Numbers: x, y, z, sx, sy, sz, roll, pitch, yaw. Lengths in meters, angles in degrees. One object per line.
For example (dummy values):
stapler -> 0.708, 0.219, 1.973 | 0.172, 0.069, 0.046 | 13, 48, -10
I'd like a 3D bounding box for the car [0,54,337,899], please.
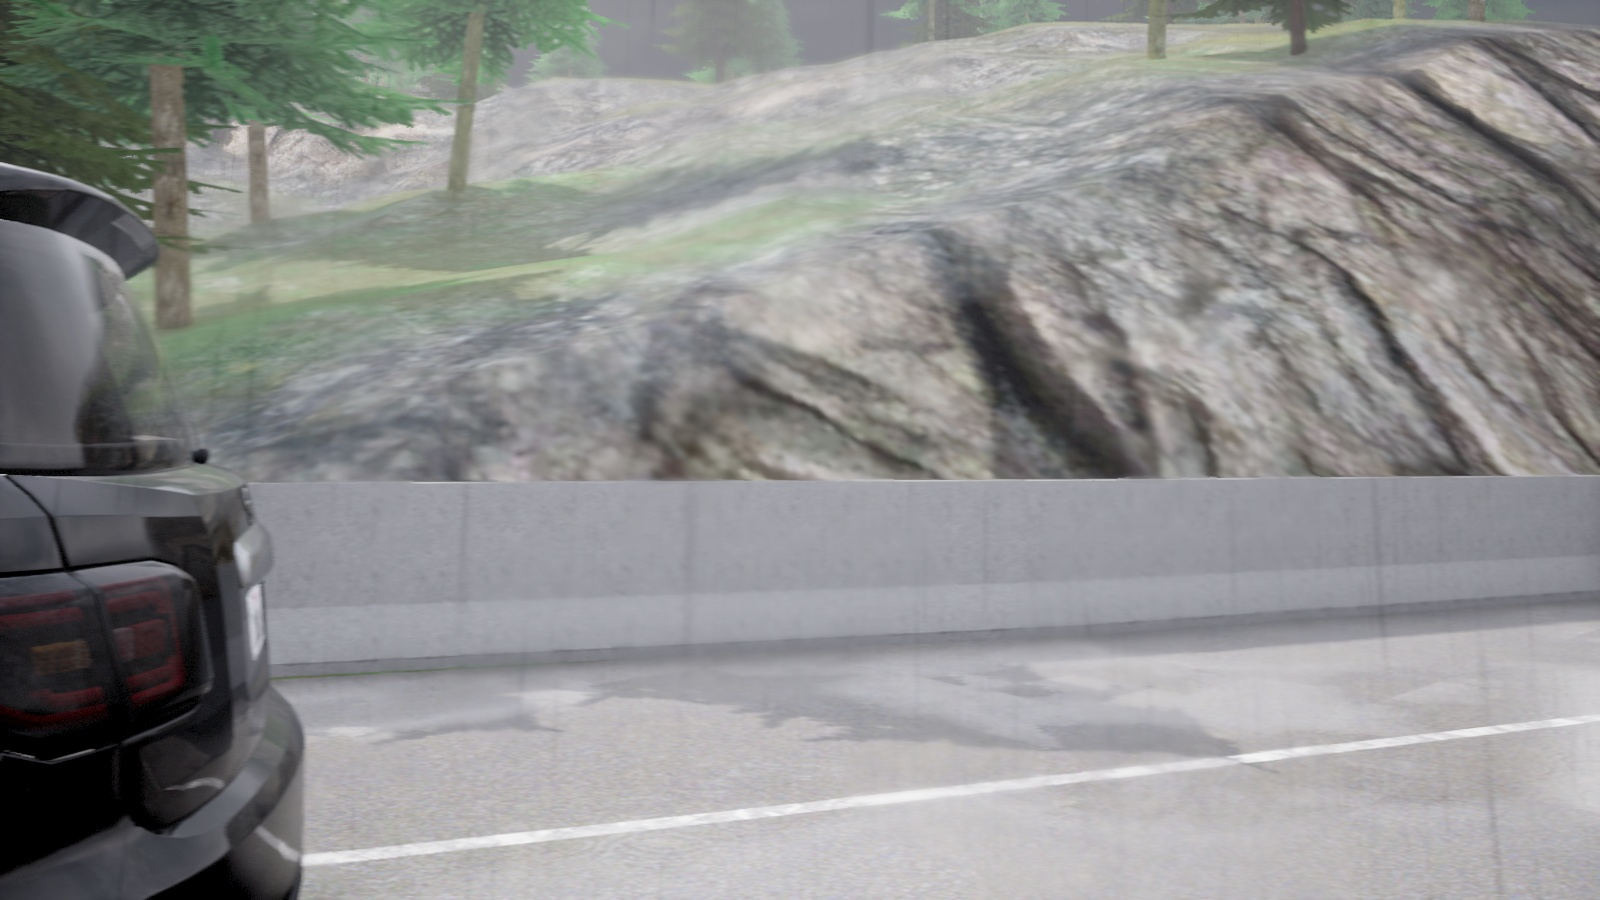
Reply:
car -> -3.668, 0.533, 1.848 | 5.566, 2.045, 2.150 | -1, 1, -20
